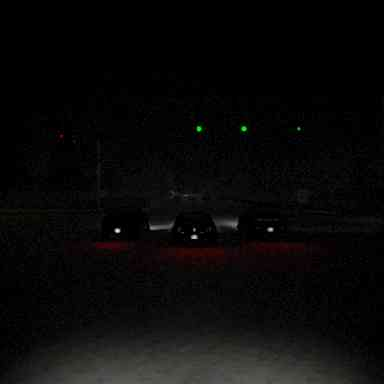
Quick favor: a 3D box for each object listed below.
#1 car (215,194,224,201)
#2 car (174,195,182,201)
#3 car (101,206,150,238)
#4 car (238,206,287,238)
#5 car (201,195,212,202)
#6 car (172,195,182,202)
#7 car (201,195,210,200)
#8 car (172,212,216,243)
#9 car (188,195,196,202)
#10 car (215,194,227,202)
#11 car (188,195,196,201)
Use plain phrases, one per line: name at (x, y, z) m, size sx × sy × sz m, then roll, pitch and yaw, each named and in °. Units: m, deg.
car at (7.007, 1.378, 86.156) m, size 1.882 × 1.535 × 5.008 m, roll 0°, pitch 0°, yaw 0°
car at (-3.493, 1.495, 86.187) m, size 1.895 × 1.301 × 4.718 m, roll 0°, pitch 0°, yaw 0°
car at (-3.398, 1.503, 17.599) m, size 1.837 × 1.490 × 4.892 m, roll 0°, pitch 0°, yaw 0°
car at (3.602, 1.490, 17.654) m, size 2.128 × 1.511 × 4.902 m, roll 0°, pitch 0°, yaw 0°
car at (3.506, 1.521, 75.737) m, size 2.033 × 1.411 × 5.357 m, roll 0°, pitch 0°, yaw 0°
car at (-3.494, 1.521, 75.737) m, size 2.033 × 1.411 × 5.357 m, roll 0°, pitch 0°, yaw 0°
car at (3.507, 1.453, 86.156) m, size 1.994 × 1.385 × 4.181 m, roll 0°, pitch 0°, yaw 0°
car at (0.102, 1.599, 16.193) m, size 1.895 × 1.301 × 4.718 m, roll 0°, pitch 0°, yaw 0°
car at (0.006, 1.506, 75.737) m, size 2.128 × 1.511 × 4.902 m, roll 0°, pitch 0°, yaw 0°
car at (7.007, 1.510, 76.153) m, size 1.812 × 1.442 × 4.674 m, roll 0°, pitch 0°, yaw 0°
car at (0.007, 1.495, 86.187) m, size 1.895 × 1.301 × 4.718 m, roll 0°, pitch 0°, yaw 0°
